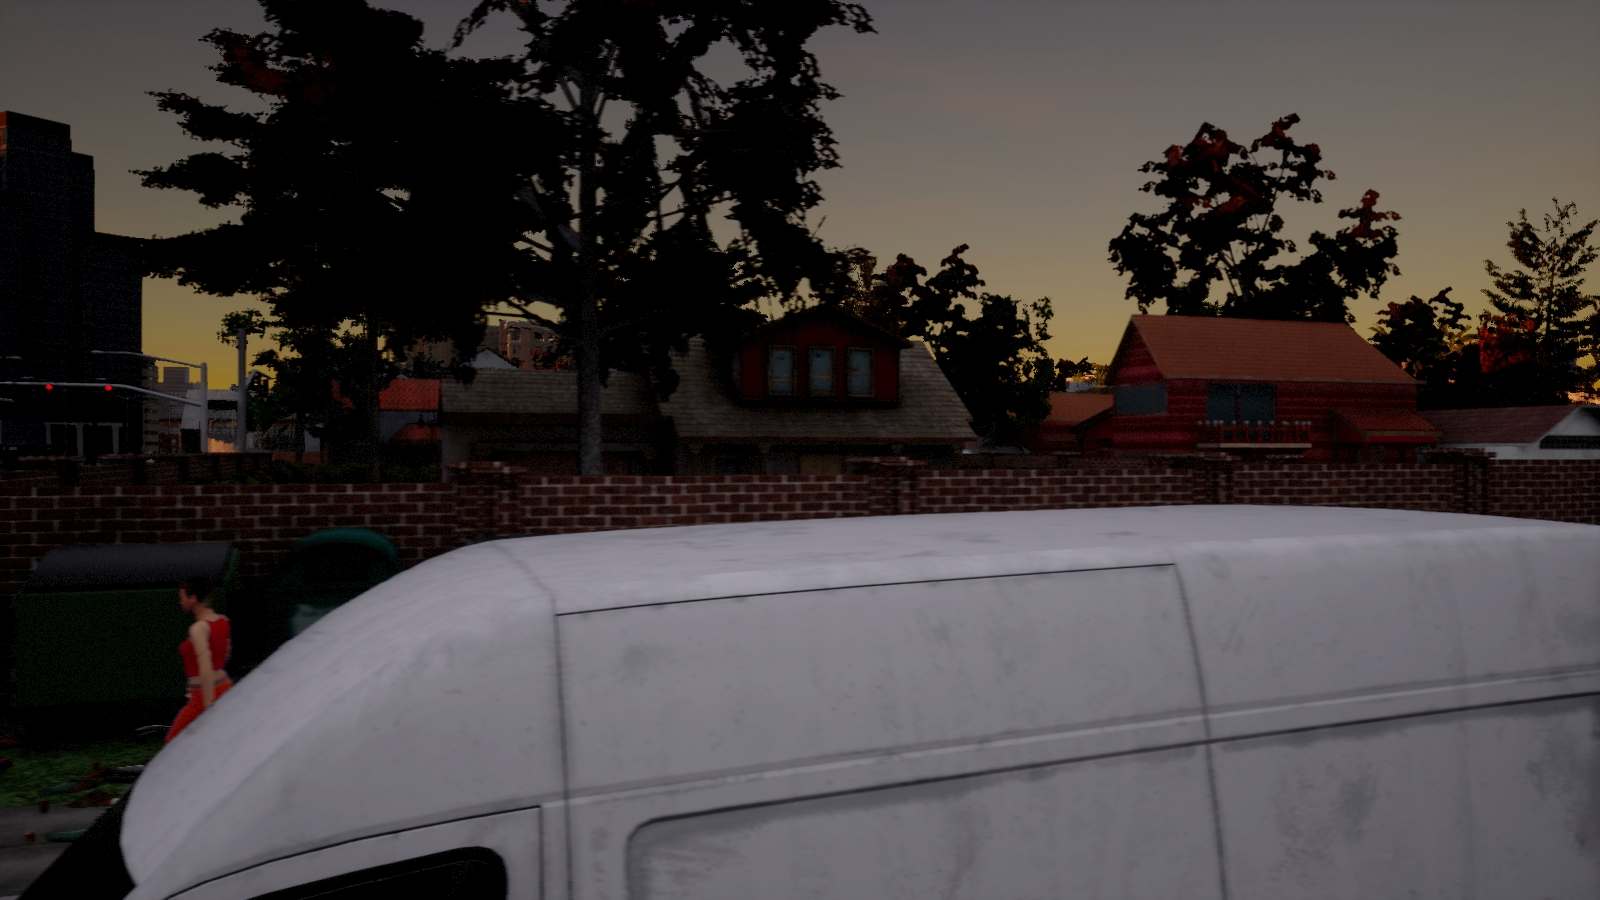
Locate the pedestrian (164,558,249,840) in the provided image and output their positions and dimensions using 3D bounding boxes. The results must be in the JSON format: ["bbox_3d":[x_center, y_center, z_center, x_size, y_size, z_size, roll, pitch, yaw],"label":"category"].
[{"bbox_3d":[-4.100,1.696,7.903,0.375,1.860,0.375,0,0,6],"label":"pedestrian"}]

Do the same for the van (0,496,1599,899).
[{"bbox_3d":[-0.218,1.530,3.214,5.915,2.561,1.988,-1,0,-20],"label":"van"}]
